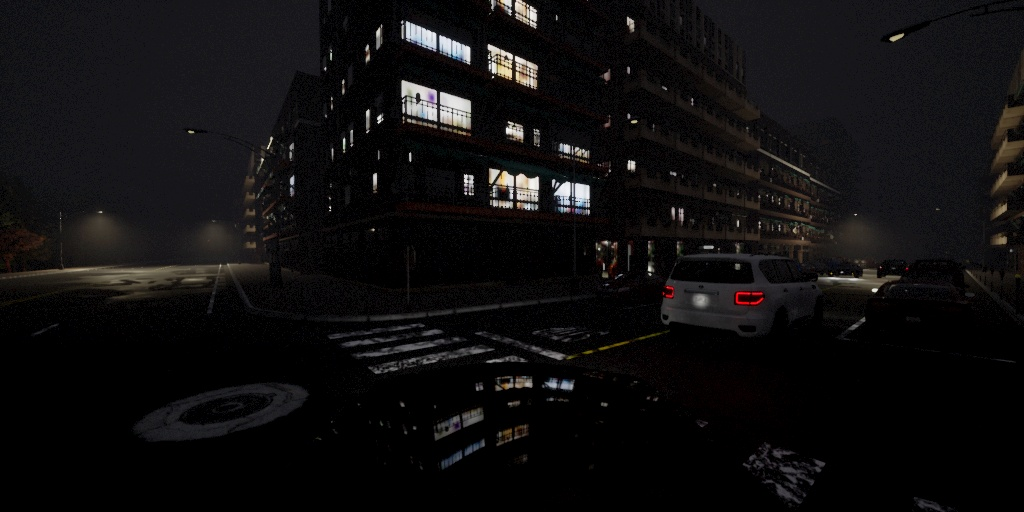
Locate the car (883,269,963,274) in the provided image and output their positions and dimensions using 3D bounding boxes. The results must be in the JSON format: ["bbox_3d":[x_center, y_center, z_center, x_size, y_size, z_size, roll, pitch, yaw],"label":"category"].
[{"bbox_3d":[14.910,1.316,12.865,4.313,1.339,1.948,0,0,-39],"label":"car"}]

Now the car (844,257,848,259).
[{"bbox_3d":[40.343,1.034,44.455,5.009,1.841,2.192,0,0,-39],"label":"car"}]

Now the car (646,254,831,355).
[{"bbox_3d":[5.919,0.965,8.993,5.566,2.045,2.150,0,0,-39],"label":"car"}]

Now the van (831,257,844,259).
[{"bbox_3d":[35.974,1.060,40.852,3.998,1.789,1.690,0,0,-39],"label":"van"}]

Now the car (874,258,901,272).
[{"bbox_3d":[34.645,1.091,32.336,4.553,1.767,2.097,0,0,-39],"label":"car"}]

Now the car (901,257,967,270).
[{"bbox_3d":[23.685,1.063,20.028,5.009,1.841,2.192,0,0,-39],"label":"car"}]

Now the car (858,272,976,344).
[{"bbox_3d":[10.788,1.297,9.501,4.507,1.381,1.888,0,0,-39],"label":"car"}]

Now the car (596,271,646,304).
[{"bbox_3d":[5.511,1.306,15.969,4.207,1.307,1.802,0,0,-39],"label":"car"}]

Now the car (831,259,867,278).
[{"bbox_3d":[31.270,1.292,33.559,4.181,1.385,1.994,0,0,-39],"label":"car"}]
